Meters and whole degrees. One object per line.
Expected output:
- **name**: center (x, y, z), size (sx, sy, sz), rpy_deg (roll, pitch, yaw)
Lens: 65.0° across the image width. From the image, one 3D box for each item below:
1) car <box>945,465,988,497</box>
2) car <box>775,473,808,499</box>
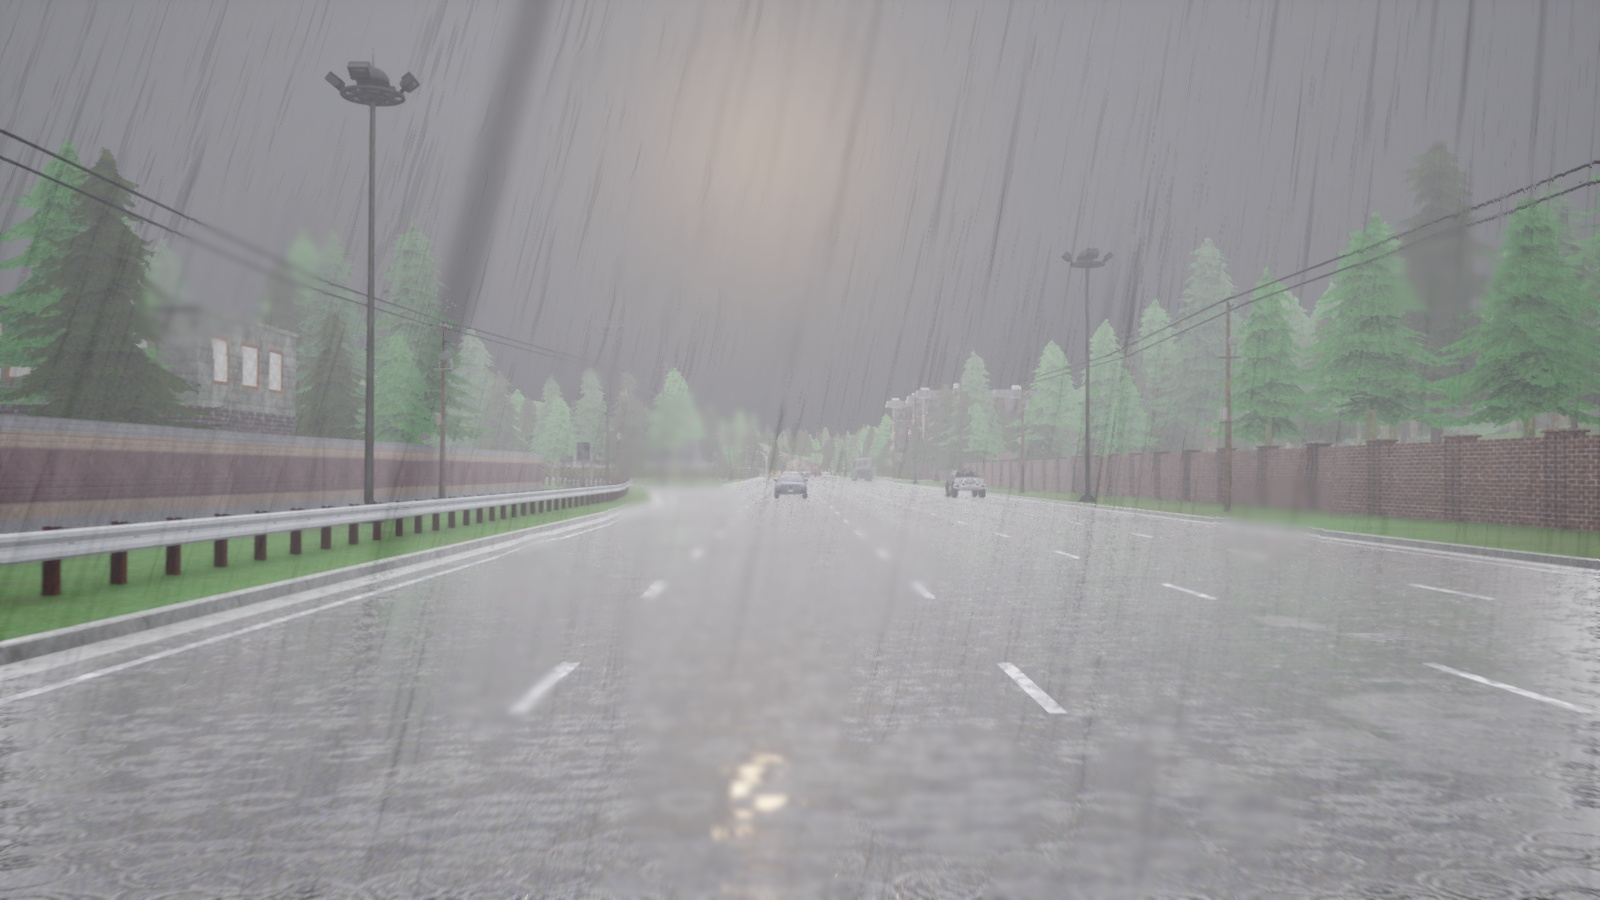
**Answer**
- **car**: center (9.987, 1.858, 75.642), size (1.932, 1.855, 4.605), rpy_deg (0, -1, 0)
- **car**: center (-0.491, 2.054, 72.358), size (1.812, 1.442, 4.674), rpy_deg (0, -1, 0)
